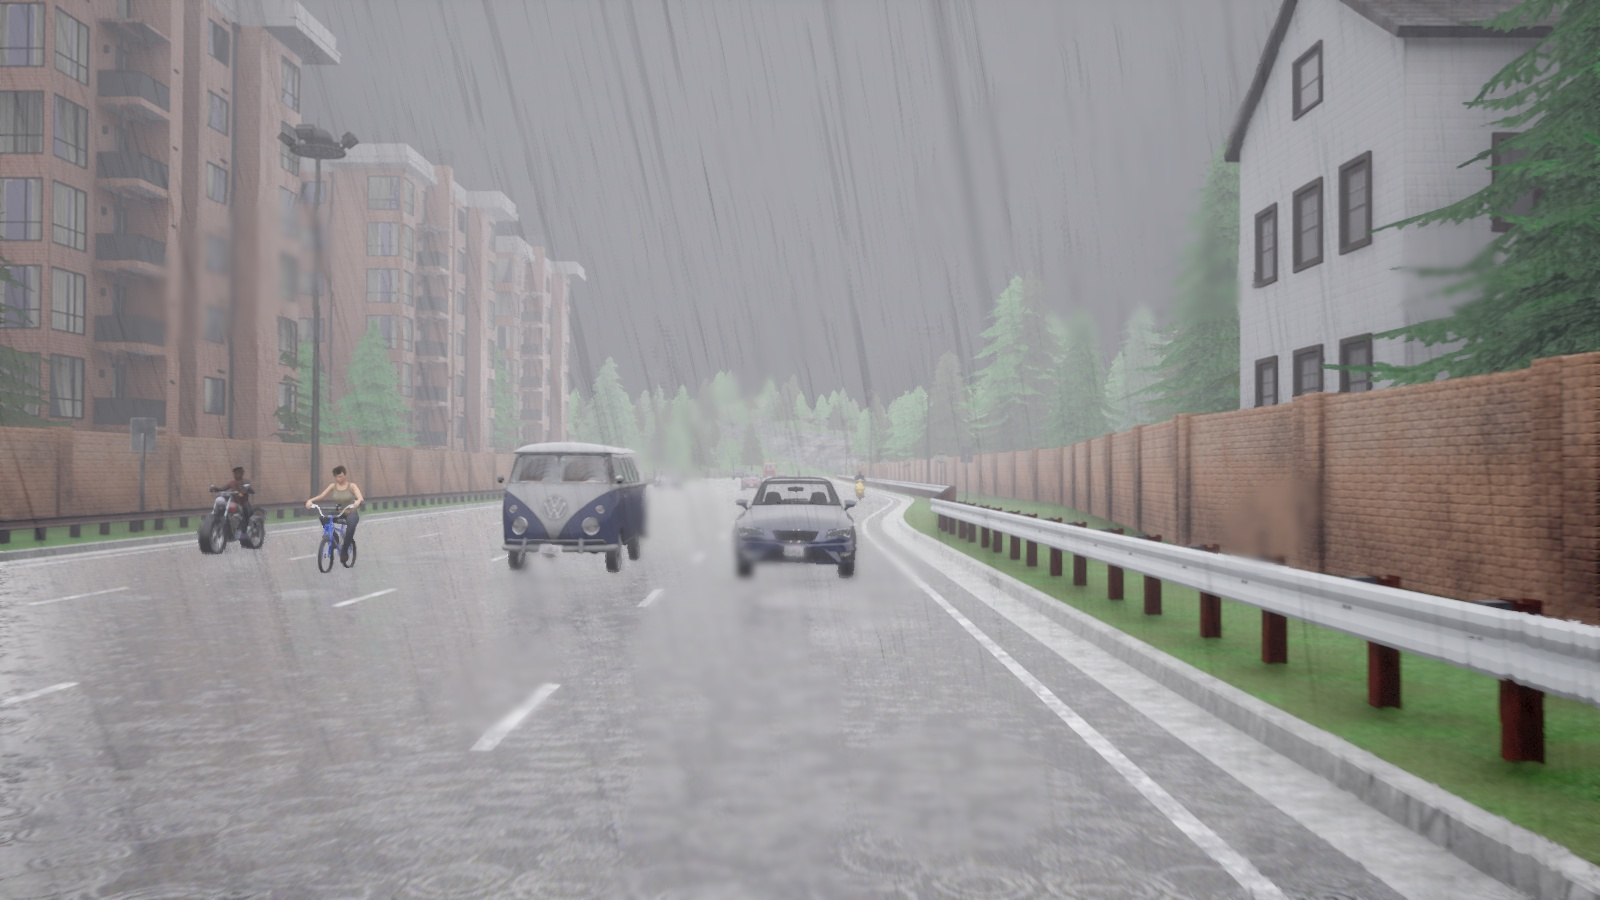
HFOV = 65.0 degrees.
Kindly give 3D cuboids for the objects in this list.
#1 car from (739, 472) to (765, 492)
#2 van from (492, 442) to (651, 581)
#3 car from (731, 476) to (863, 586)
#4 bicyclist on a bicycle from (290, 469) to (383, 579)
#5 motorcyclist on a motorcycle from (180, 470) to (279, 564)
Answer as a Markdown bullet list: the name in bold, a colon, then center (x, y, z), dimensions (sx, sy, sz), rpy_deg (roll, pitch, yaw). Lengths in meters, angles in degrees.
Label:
- **car**: center (-3.738, 2.490, 98.366), dimensions (1.845, 1.501, 3.633), rpy_deg (0, -1, 0)
- **van**: center (-3.550, 0.921, 20.273), dimensions (1.775, 1.987, 4.442), rpy_deg (0, -1, 0)
- **car**: center (-0.047, 1.152, 19.310), dimensions (1.816, 1.474, 4.193), rpy_deg (0, -1, 0)
- **bicyclist on a bicycle**: center (-7.042, 1.100, 19.154), dimensions (0.866, 1.612, 1.509), rpy_deg (0, -1, 0)
- **motorcyclist on a motorcycle**: center (-10.557, 1.198, 23.329), dimensions (0.766, 1.649, 2.350), rpy_deg (0, -1, 0)
